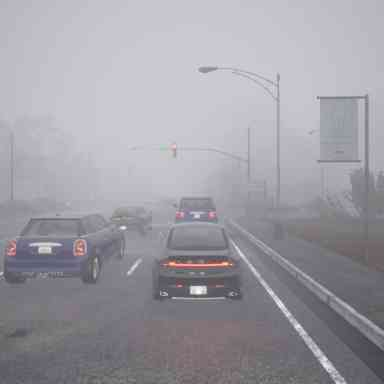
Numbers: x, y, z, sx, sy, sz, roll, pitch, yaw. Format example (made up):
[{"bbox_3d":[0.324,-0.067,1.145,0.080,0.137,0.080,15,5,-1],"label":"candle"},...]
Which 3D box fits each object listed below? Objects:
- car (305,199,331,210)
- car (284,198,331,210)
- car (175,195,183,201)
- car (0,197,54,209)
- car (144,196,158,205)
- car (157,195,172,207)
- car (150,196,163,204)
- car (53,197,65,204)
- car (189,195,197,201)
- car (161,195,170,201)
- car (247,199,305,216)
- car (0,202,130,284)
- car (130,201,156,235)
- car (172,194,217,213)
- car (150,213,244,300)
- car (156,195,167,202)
[{"bbox_3d":[14.140,1.505,38.629,4.892,1.490,1.837,0,0,3],"label":"car"},{"bbox_3d":[14.550,1.547,42.112,5.357,1.411,2.033,0,0,3],"label":"car"},{"bbox_3d":[-3.304,1.471,85.922,1.882,1.535,5.008,0,0,0],"label":"car"},{"bbox_3d":[-16.538,1.506,32.669,4.892,1.490,1.837,0,-1,12],"label":"car"},{"bbox_3d":[-6.958,1.526,55.704,1.812,1.442,4.674,0,0,0],"label":"car"},{"bbox_3d":[-3.402,1.477,50.306,1.882,1.535,5.008,1,0,7],"label":"car"},{"bbox_3d":[-6.887,1.547,65.431,2.033,1.411,5.357,0,0,1],"label":"car"},{"bbox_3d":[-15.635,1.351,37.269,4.553,1.767,2.097,0,0,-4],"label":"car"},{"bbox_3d":[0.196,1.471,85.913,1.882,1.535,5.008,0,0,0],"label":"car"},{"bbox_3d":[-6.806,1.494,85.166,1.837,1.490,4.892,0,0,0],"label":"car"},{"bbox_3d":[7.738,1.491,31.794,4.902,1.511,2.128,0,0,3],"label":"car"},{"bbox_3d":[-3.378,1.352,9.778,2.097,1.767,4.553,0,0,0],"label":"car"},{"bbox_3d":[-3.358,1.505,18.738,1.837,1.490,4.892,0,0,0],"label":"car"},{"bbox_3d":[0.165,1.221,18.211,2.150,2.045,5.566,0,0,-2],"label":"car"},{"bbox_3d":[0.119,1.505,8.363,1.837,1.490,4.892,0,0,0],"label":"car"},{"bbox_3d":[-6.829,1.478,75.209,1.882,1.535,5.008,0,0,0],"label":"car"}]
